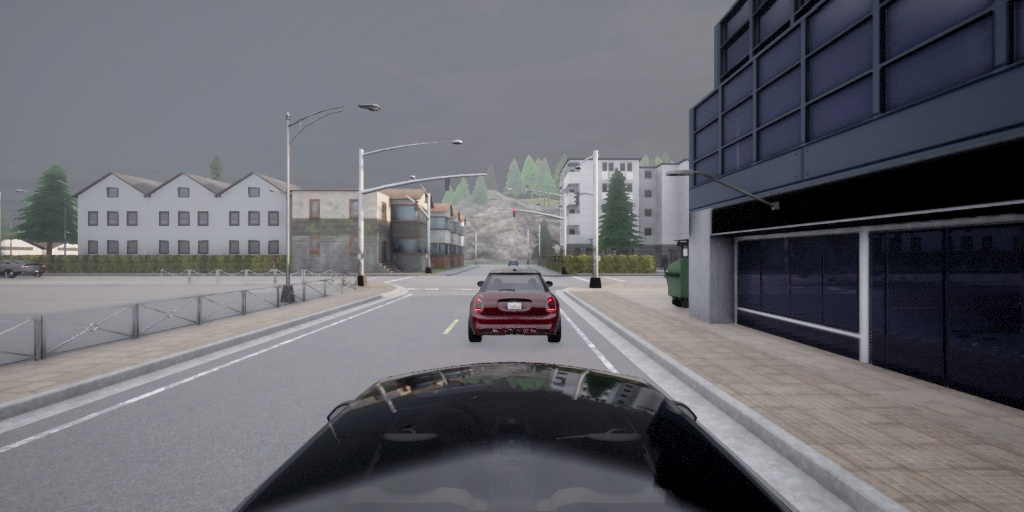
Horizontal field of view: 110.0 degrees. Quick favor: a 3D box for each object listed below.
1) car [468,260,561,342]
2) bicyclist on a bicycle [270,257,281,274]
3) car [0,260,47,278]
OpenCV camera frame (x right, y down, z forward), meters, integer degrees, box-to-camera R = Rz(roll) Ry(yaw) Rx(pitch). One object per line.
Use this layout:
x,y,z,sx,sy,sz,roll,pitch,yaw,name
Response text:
0.082,1.102,9.889,2.097,1.767,4.553,0,0,1,car
-22.221,0.874,33.725,0.582,1.620,1.656,0,0,0,bicyclist on a bicycle
-42.111,1.065,29.968,4.902,1.511,2.128,0,0,0,car
